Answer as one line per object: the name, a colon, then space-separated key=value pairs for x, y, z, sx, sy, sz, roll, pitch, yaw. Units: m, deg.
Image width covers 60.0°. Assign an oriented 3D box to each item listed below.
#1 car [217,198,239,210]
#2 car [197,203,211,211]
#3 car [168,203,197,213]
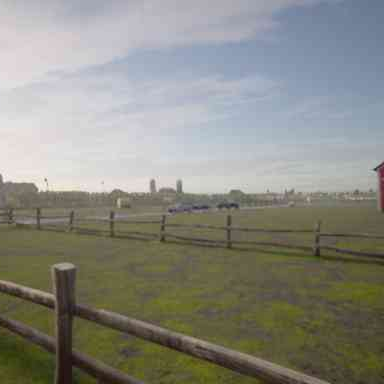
car: x=6.711 y=2.220 z=61.421 sx=2.150 sy=2.045 sz=5.566 roll=-2 pitch=-2 yaw=35
car: x=1.448 y=2.603 z=58.657 sx=1.895 sy=1.301 sz=4.718 roll=-2 pitch=-2 yaw=35
car: x=-1.634 y=2.369 z=49.412 sx=1.994 sy=1.385 sz=4.181 roll=-2 pitch=-2 yaw=35
